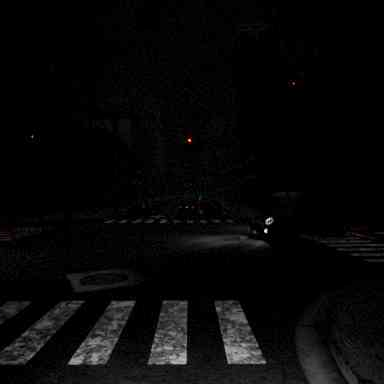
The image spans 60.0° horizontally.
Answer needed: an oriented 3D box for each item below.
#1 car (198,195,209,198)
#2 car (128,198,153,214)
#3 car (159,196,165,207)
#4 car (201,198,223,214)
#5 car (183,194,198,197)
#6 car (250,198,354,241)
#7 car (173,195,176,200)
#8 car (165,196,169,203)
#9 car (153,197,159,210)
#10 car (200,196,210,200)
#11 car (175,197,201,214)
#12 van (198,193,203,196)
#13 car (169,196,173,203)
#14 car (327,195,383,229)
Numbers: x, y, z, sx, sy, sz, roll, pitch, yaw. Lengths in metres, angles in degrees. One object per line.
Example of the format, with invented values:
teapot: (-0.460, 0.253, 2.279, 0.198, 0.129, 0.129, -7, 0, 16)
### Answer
car: (2.341, 1.637, 52.685, 1.947, 1.339, 4.313, 0, 0, 0)
car: (-5.699, 1.480, 36.160, 1.967, 1.590, 4.097, 0, 0, 0)
car: (-5.684, 1.653, 52.692, 1.802, 1.307, 4.206, 0, 0, 0)
car: (2.326, 1.606, 36.152, 1.947, 1.339, 4.313, 0, 0, 0)
car: (-0.282, 1.603, 63.765, 1.837, 1.490, 4.892, 0, 0, 0)
car: (5.183, 1.330, 16.454, 4.553, 1.767, 2.097, 0, 0, -14)
car: (-5.658, 1.694, 80.246, 2.008, 1.369, 4.403, 0, 0, 0)
car: (-5.678, 1.634, 58.203, 2.008, 1.369, 4.403, 0, 0, 0)
car: (-5.694, 1.490, 41.671, 1.967, 1.590, 4.097, 0, 0, 0)
car: (2.336, 1.641, 47.175, 1.802, 1.307, 4.206, 0, 0, 0)
car: (-0.399, 1.587, 35.862, 2.033, 1.411, 5.357, 0, 0, 3)
van: (2.346, 1.424, 58.196, 1.690, 1.788, 3.998, 0, 0, 0)
car: (-5.668, 1.552, 69.225, 1.967, 1.590, 4.097, 0, 0, 0)
car: (9.307, 1.189, 20.655, 5.566, 2.045, 2.150, 0, 0, 0)
